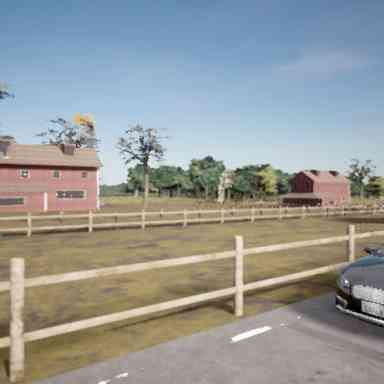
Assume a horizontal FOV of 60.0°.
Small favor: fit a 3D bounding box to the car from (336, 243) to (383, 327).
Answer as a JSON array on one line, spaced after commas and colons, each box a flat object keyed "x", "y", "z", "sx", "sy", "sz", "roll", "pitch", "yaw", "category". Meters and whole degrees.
[{"x": 4.741, "y": 1.512, "z": 6.454, "sx": 4.902, "sy": 1.511, "sz": 2.128, "roll": 0, "pitch": 0, "yaw": -35, "category": "car"}]
